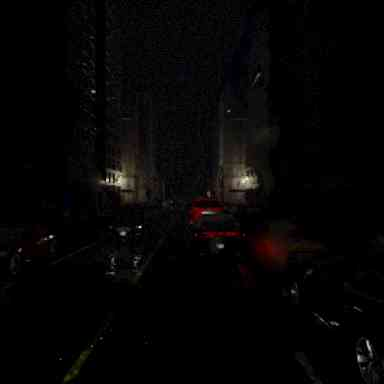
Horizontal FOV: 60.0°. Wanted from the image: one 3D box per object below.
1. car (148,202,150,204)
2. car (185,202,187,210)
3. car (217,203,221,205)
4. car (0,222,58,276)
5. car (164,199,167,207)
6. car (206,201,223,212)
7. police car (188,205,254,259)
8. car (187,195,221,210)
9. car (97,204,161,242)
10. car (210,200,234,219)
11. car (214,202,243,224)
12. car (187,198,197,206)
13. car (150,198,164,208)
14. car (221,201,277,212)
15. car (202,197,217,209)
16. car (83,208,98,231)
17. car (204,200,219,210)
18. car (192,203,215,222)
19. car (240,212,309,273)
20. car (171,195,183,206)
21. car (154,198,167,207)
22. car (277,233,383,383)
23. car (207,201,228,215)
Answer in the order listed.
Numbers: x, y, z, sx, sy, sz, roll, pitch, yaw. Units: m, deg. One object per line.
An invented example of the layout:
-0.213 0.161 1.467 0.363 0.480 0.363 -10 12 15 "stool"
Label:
-5.650 1.795 32.653 1.947 1.339 4.313 0 0 0 "car"
0.027 1.852 49.509 1.837 1.490 4.892 0 0 0 "car"
2.869 1.679 21.784 1.752 1.417 4.829 0 0 0 "car"
-5.663 1.657 10.553 1.802 1.307 4.206 0 0 0 "car"
-5.638 1.949 54.753 1.947 1.339 4.313 0 0 0 "car"
2.882 1.856 43.708 2.008 1.369 4.403 0 0 0 "car"
0.906 1.518 13.059 1.930 1.638 5.238 0 0 0 "police car"
0.912 1.384 22.980 2.150 2.045 5.566 0 0 0 "car"
-3.092 1.614 17.370 2.128 1.511 4.902 0 0 0 "car"
2.876 1.669 32.662 1.967 1.590 4.097 0 0 0 "car"
2.873 1.631 27.138 1.967 1.590 4.097 0 0 0 "car"
0.035 1.974 64.071 1.812 1.442 4.674 0 0 0 "car"
-5.641 1.926 49.228 1.802 1.307 4.206 0 0 0 "car"
2.867 1.429 16.092 2.192 1.841 5.009 0 0 0 "car"
2.889 1.698 54.756 2.192 1.841 5.009 0 0 0 "car"
-5.656 1.697 21.603 1.887 1.381 4.507 0 0 0 "car"
2.885 1.910 49.231 1.947 1.339 4.313 0 0 0 "car"
0.915 1.729 28.948 1.812 1.442 4.674 0 0 0 "car"
2.864 1.602 10.737 1.752 1.417 4.829 0 0 0 "car"
-2.965 1.803 64.105 2.097 1.767 4.553 0 0 0 "car"
-5.635 1.861 60.279 1.967 1.590 4.097 0 0 0 "car"
2.860 1.602 5.043 1.947 1.339 4.313 0 0 0 "car"
2.879 1.818 38.184 2.008 1.369 4.403 0 0 0 "car"
